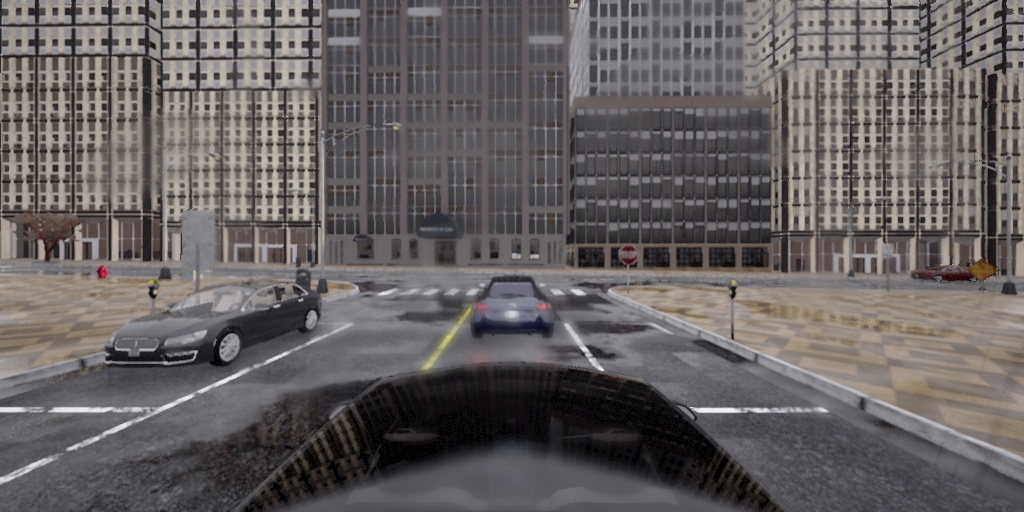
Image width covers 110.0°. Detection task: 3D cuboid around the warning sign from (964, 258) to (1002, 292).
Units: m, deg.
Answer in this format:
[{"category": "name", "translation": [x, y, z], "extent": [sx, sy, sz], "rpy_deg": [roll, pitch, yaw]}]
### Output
[{"category": "warning sign", "translation": [26.627, 1.055, 20.316], "extent": [1.060, 1.860, 1.300], "rpy_deg": [0, 0, 1]}]

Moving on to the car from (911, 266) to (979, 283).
[{"category": "car", "translation": [39.662, 1.627, 32.813], "extent": [5.008, 1.535, 1.882], "rpy_deg": [1, 0, 1]}]

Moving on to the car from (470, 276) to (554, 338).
[{"category": "car", "translation": [0.017, 1.230, 9.854], "extent": [1.994, 1.385, 4.181], "rpy_deg": [0, 1, 0]}]

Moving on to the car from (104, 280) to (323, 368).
[{"category": "car", "translation": [-5.809, 1.238, 7.700], "extent": [2.007, 1.370, 4.403], "rpy_deg": [0, 0, 0]}]
